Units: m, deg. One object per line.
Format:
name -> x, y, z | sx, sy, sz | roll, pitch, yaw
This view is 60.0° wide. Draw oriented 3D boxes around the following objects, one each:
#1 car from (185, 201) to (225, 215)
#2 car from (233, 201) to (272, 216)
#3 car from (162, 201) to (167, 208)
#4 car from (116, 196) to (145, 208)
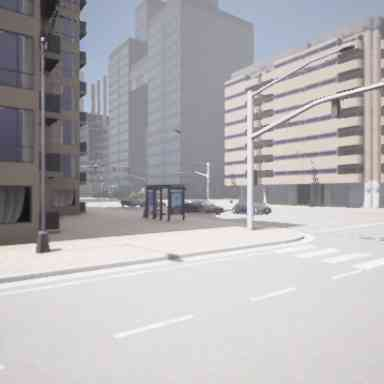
car -> 1.073, 1.602, 34.820 | 2.033, 1.411, 5.357 | 0, 0, -36
car -> 6.100, 1.616, 33.907 | 1.994, 1.385, 4.181 | 0, 0, -36
car -> -5.900, 1.607, 50.298 | 2.033, 1.411, 5.357 | 0, 0, -36
car -> -8.730, 1.479, 48.239 | 1.837, 1.490, 4.892 | 0, 0, -36
